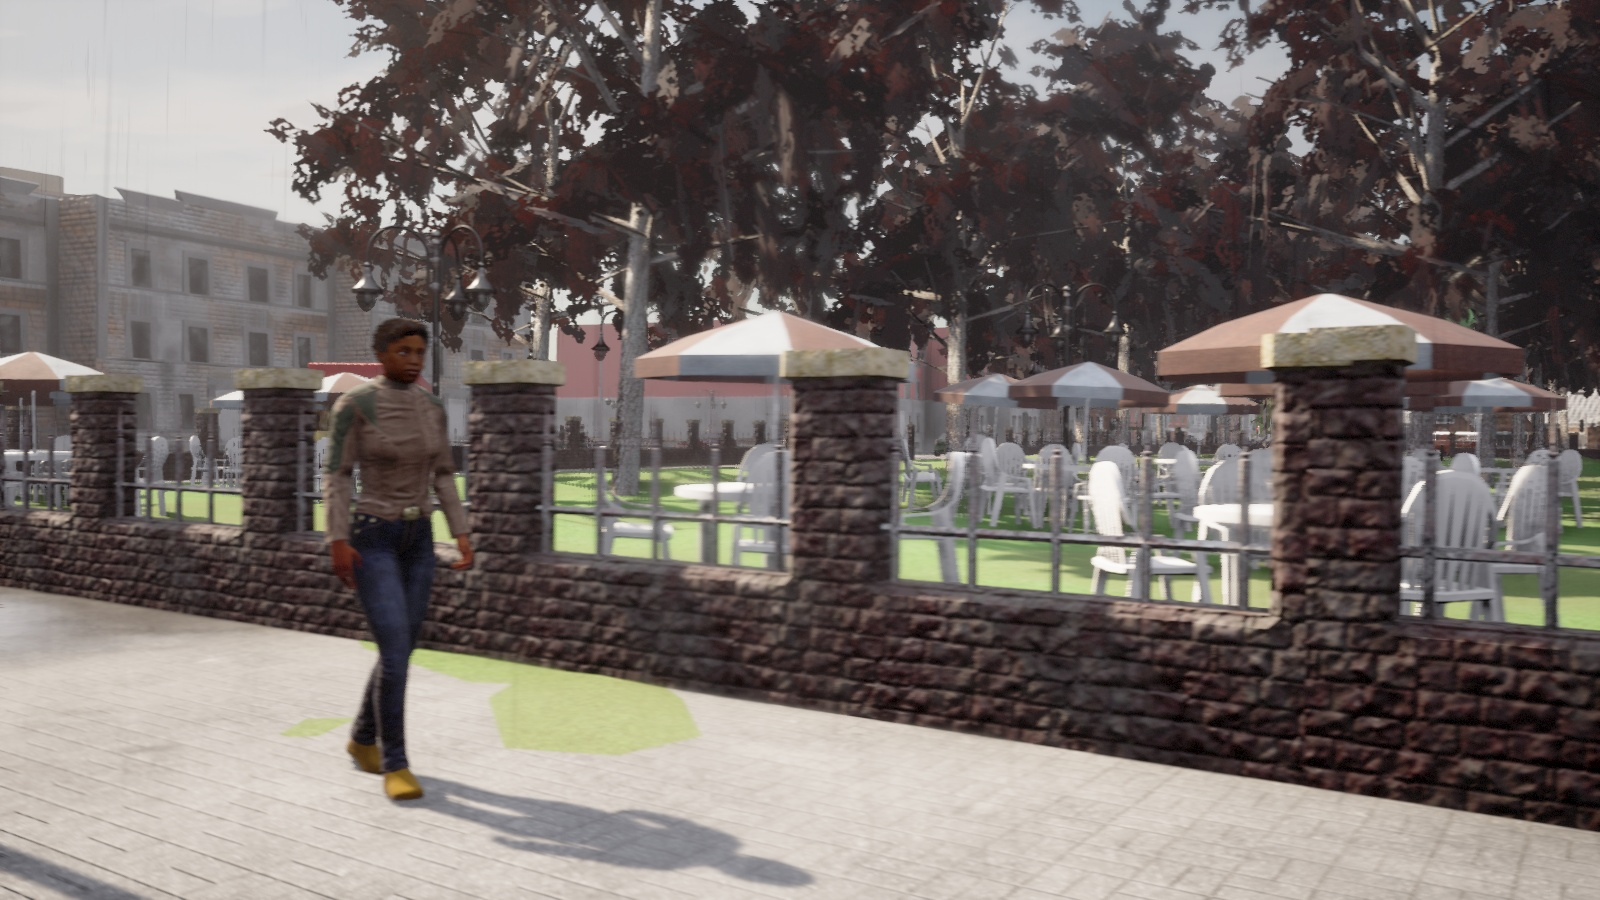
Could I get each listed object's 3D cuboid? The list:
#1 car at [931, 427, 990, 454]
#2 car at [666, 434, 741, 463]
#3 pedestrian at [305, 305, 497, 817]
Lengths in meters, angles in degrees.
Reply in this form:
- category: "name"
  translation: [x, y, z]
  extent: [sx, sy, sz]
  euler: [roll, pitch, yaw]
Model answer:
- category: "car"
  translation: [10.765, -0.651, 83.765]
  extent: [2.097, 1.767, 4.553]
  euler: [0, 1, 34]
- category: "car"
  translation: [-5.110, -0.125, 67.119]
  extent: [1.816, 1.474, 4.193]
  euler: [0, 1, 34]
- category: "pedestrian"
  translation: [-1.553, 0.389, 4.846]
  extent: [0.328, 1.805, 0.869]
  euler: [-1, 1, -44]
